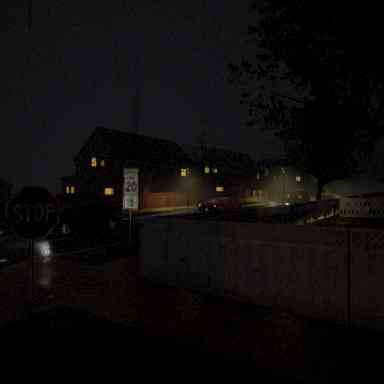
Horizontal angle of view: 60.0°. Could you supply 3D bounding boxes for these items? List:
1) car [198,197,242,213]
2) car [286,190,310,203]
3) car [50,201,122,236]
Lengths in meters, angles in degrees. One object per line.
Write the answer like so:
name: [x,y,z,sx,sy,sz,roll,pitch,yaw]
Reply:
car: [2.489,1.154,28.912,1.895,1.301,4.718,2,2,35]
car: [14.711,0.589,46.018,2.097,1.767,4.553,2,2,35]
car: [-5.811,1.277,17.159,1.837,1.490,4.892,2,2,35]
